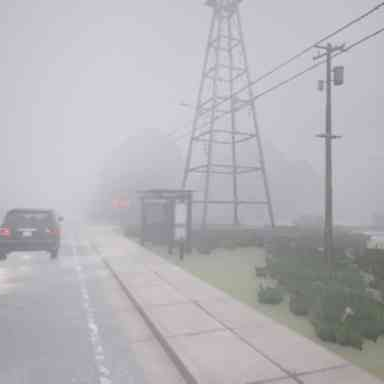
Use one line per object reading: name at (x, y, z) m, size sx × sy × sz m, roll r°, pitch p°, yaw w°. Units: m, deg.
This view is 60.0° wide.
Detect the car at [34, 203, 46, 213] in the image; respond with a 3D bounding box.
car at (-34.857, 3.623, 76.503) m, size 2.150 × 2.045 × 5.566 m, roll 2°, pitch -2°, yaw -21°

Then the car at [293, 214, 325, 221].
car at (13.331, 3.270, 38.019) m, size 1.816 × 1.474 × 4.193 m, roll 2°, pitch -2°, yaw -22°

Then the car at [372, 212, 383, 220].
car at (25.624, 3.523, 43.583) m, size 1.905 × 1.878 × 3.866 m, roll 2°, pitch -2°, yaw -22°

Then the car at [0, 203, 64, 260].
car at (-7.045, 1.697, 14.818) m, size 2.150 × 2.045 × 5.566 m, roll 2°, pitch -2°, yaw -21°

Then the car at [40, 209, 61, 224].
car at (-15.514, 2.709, 36.644) m, size 1.812 × 1.442 × 4.674 m, roll 2°, pitch -2°, yaw -21°

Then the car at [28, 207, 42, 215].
car at (-29.162, 3.474, 61.859) m, size 2.033 × 1.411 × 5.357 m, roll 2°, pitch -2°, yaw -21°

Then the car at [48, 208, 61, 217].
car at (-21.882, 3.242, 53.021) m, size 1.812 × 1.442 × 4.674 m, roll 2°, pitch -2°, yaw -21°
